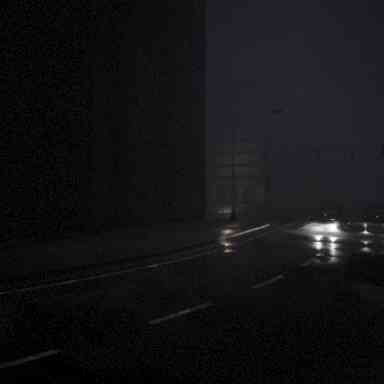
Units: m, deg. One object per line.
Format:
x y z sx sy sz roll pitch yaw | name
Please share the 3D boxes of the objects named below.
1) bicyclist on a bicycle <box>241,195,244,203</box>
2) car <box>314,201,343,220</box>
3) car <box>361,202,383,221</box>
9.628 1.354 62.854 0.582 1.620 1.656 0 0 28 | bicyclist on a bicycle
11.584 1.519 28.011 2.128 1.511 4.902 0 0 29 | car
14.642 1.559 26.308 1.837 1.490 4.892 0 0 29 | car
